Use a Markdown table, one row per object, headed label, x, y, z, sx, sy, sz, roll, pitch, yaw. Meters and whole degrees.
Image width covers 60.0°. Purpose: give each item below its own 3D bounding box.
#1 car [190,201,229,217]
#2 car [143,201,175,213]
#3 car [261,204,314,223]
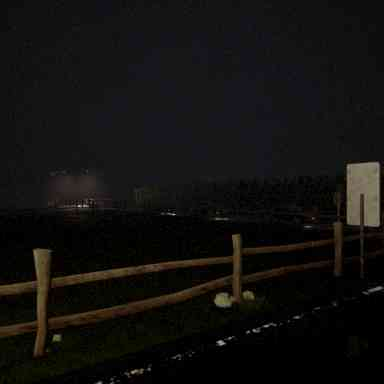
| label | x | y | z | sx | sy | sz | roll | pitch | yaw |
| --- | --- | --- | --- | --- | --- | --- | --- | --- | --- |
| car | 1.742 | 1.713 | 33.865 | 1.837 | 1.490 | 4.892 | 0 | -1 | -35 |
| car | -4.340 | 1.842 | 42.404 | 2.033 | 1.411 | 5.357 | 0 | 0 | -36 |
| car | 7.414 | 1.653 | 25.884 | 1.812 | 1.442 | 4.674 | 0 | 0 | -35 |
